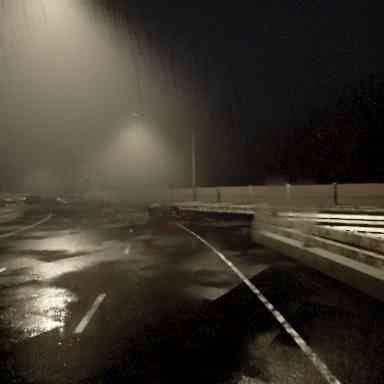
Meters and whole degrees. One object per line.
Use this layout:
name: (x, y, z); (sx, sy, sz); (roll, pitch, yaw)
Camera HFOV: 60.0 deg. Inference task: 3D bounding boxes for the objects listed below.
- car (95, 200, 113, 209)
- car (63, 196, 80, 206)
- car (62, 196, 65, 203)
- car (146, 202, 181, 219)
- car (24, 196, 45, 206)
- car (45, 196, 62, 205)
car: (-14.845, 2.007, 55.923); (1.812, 1.442, 4.674); (0, -1, -30)
car: (-25.427, 2.229, 71.144); (1.812, 1.442, 4.674); (0, -1, -39)
car: (-27.695, 1.838, 73.958); (2.150, 2.045, 5.566); (0, -1, -43)
car: (-2.910, 1.727, 32.611); (2.128, 1.511, 4.902); (-1, 0, -32)
car: (-33.343, 1.829, 69.693); (2.150, 2.045, 5.566); (0, -1, -43)
car: (-30.691, 2.081, 71.979); (1.882, 1.535, 5.008); (0, -1, -43)
